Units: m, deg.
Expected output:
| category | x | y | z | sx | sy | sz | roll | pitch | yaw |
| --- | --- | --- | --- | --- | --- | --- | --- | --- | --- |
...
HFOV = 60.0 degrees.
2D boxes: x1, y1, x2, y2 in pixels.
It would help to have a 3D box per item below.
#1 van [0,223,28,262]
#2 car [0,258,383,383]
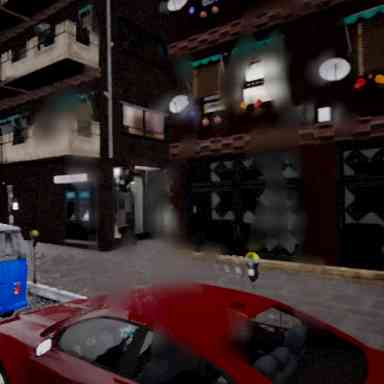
| category | x | y | z | sx | sy | sz | roll | pitch | yaw |
| --- | --- | --- | --- | --- | --- | --- | --- | --- | --- |
| van | -4.780 | 1.417 | 6.300 | 3.998 | 1.788 | 1.690 | -1 | -1 | 36 |
| car | -0.245 | 1.564 | 3.062 | 4.507 | 1.381 | 1.887 | -1 | -1 | 36 |
